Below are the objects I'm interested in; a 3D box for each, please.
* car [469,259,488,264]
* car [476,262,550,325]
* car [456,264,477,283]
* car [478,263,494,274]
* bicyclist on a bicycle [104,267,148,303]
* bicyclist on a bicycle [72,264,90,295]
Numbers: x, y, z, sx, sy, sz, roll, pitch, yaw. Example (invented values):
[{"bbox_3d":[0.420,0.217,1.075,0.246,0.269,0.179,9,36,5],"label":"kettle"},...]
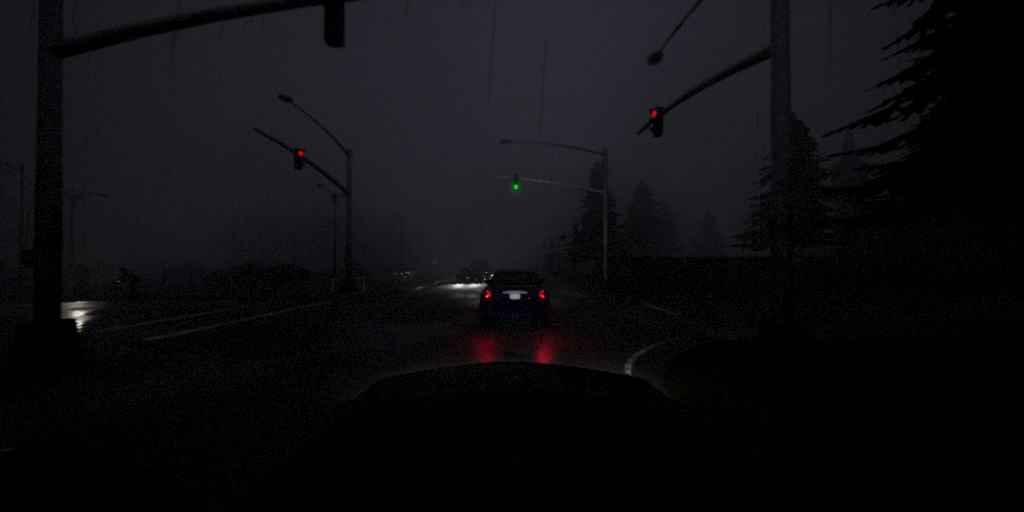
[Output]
[{"bbox_3d":[-3.628,1.372,40.599,2.150,2.045,5.566,0,-1,0],"label":"car"},{"bbox_3d":[0.089,1.212,12.459,2.097,1.767,4.553,0,-1,0],"label":"car"},{"bbox_3d":[-3.624,1.617,31.143,1.994,1.385,4.181,0,-1,0],"label":"car"},{"bbox_3d":[-3.594,1.734,50.893,1.882,1.535,5.008,0,-1,0],"label":"car"},{"bbox_3d":[-18.113,1.360,16.870,0.582,1.620,1.656,0,0,13],"label":"bicyclist on a bicycle"},{"bbox_3d":[-22.690,1.229,18.907,0.582,1.620,1.656,0,0,-33],"label":"bicyclist on a bicycle"}]
